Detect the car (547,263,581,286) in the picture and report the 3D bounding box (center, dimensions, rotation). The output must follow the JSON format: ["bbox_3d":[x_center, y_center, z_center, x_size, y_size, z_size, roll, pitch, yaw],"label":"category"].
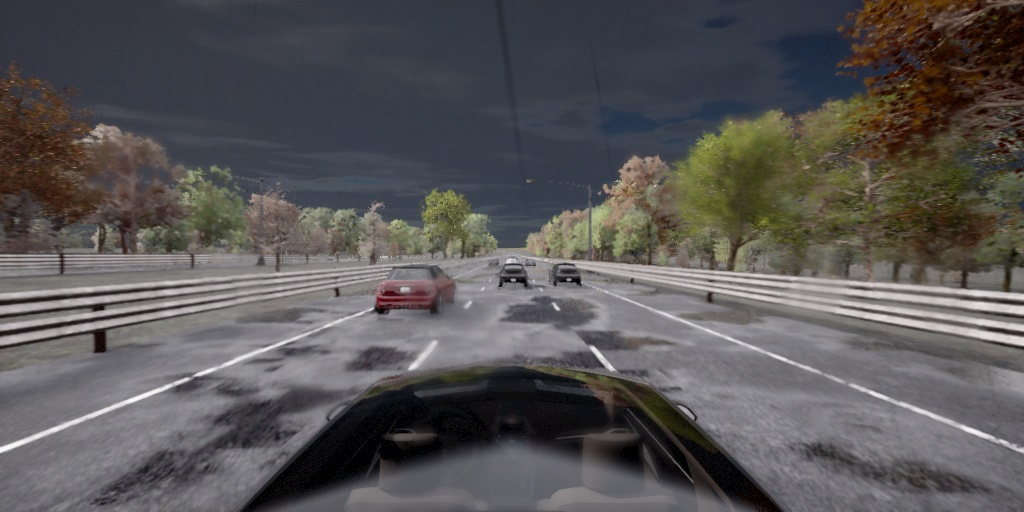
[{"bbox_3d":[3.585,1.247,24.982,1.837,1.490,4.892,0,0,0],"label":"car"}]

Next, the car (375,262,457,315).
[{"bbox_3d":[-3.408,1.098,13.587,2.097,1.767,4.553,0,0,0],"label":"car"}]

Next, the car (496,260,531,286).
[{"bbox_3d":[0.086,1.247,24.768,1.837,1.490,4.892,0,0,0],"label":"car"}]
